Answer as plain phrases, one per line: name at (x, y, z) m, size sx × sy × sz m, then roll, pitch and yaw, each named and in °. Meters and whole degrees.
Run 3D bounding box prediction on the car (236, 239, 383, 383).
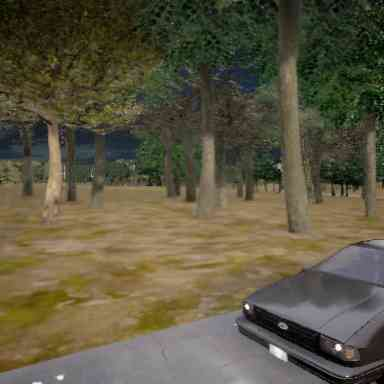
car at (3.295, 1.523, 5.358) m, size 5.357 × 1.411 × 2.033 m, roll 0°, pitch 0°, yaw -32°
